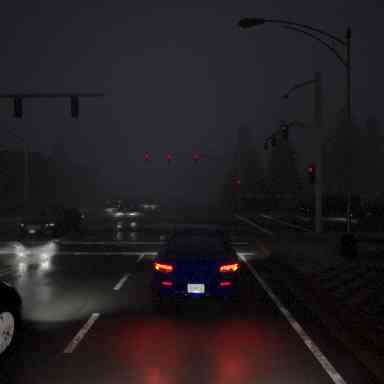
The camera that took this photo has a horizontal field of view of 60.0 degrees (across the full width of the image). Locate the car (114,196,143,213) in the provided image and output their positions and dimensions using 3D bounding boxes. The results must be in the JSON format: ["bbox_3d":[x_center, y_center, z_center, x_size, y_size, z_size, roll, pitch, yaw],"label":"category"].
[{"bbox_3d":[-7.123,1.505,37.829,1.837,1.490,4.892,0,0,0],"label":"car"}]

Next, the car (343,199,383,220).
[{"bbox_3d":[15.898,1.547,27.652,5.357,1.411,2.033,0,0,0],"label":"car"}]

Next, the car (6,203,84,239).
[{"bbox_3d":[-7.111,1.491,17.263,2.128,1.511,4.902,0,0,0],"label":"car"}]

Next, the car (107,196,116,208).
[{"bbox_3d":[-10.624,1.352,47.518,2.097,1.767,4.553,0,0,0],"label":"car"}]

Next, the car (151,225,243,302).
[{"bbox_3d":[0.135,1.526,8.140,1.812,1.442,4.674,0,0,2],"label":"car"}]

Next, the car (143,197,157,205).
[{"bbox_3d":[-7.103,1.564,56.892,1.994,1.385,4.181,0,0,0],"label":"car"}]

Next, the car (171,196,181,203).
[{"bbox_3d":[-3.447,1.477,69.651,1.882,1.535,5.008,0,0,0],"label":"car"}]

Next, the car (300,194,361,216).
[{"bbox_3d":[13.078,1.222,31.153,5.566,2.045,2.150,0,0,0],"label":"car"}]

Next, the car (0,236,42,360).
[{"bbox_3d":[-3.440,1.505,3.008,1.837,1.490,4.892,0,0,0],"label":"car"}]

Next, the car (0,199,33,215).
[{"bbox_3d":[-17.023,1.478,31.551,5.008,1.535,1.882,0,2,-13],"label":"car"}]
